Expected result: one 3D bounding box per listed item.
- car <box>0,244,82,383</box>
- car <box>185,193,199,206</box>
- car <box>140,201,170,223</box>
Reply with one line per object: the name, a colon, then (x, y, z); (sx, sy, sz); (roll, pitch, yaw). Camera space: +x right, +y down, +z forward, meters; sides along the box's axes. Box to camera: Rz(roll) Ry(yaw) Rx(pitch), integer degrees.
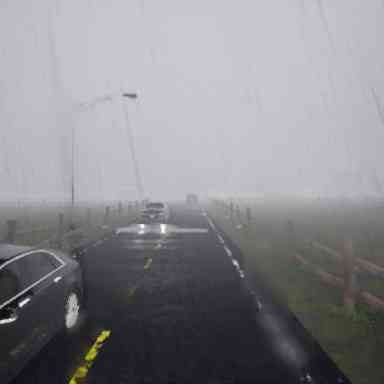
car: (-2.833, 1.504, 3.959); (1.837, 1.490, 4.892); (0, 0, 0)
car: (-0.009, 1.237, 54.647); (2.150, 2.045, 5.566); (0, 0, 0)
car: (-2.782, 1.512, 25.773); (1.837, 1.490, 4.892); (0, -1, 1)
